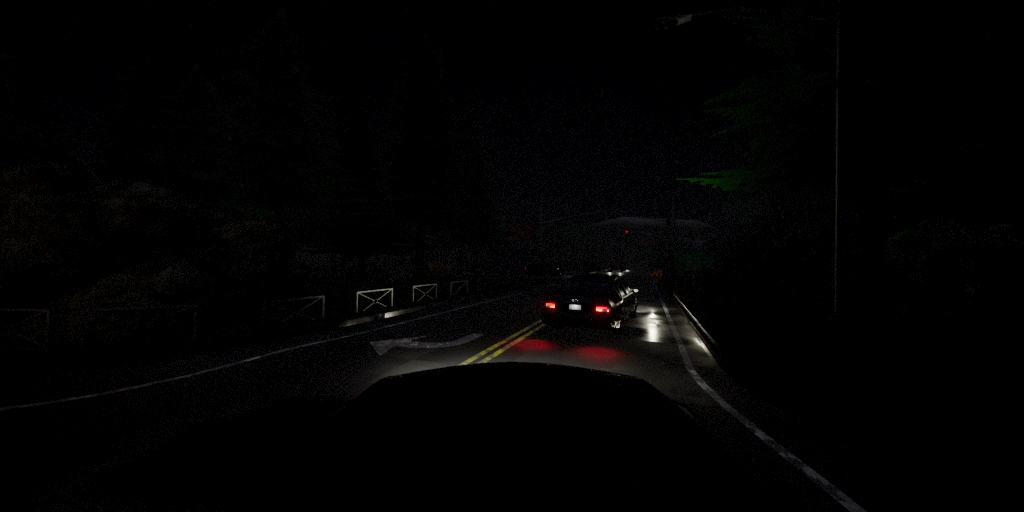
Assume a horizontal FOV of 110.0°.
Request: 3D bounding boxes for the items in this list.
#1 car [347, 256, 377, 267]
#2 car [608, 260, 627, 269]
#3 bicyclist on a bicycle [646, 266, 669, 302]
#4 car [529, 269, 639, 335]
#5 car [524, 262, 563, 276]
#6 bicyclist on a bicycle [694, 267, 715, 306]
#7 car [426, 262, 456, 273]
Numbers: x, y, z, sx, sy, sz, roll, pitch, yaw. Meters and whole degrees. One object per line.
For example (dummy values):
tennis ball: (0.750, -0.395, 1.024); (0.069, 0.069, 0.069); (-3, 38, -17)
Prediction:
car: (-22.204, 1.066, 51.935); (5.566, 2.045, 2.150); (0, -1, 24)
car: (17.400, 1.659, 59.749); (2.150, 2.045, 5.566); (1, -1, 21)
bicyclist on a bicycle: (6.718, 1.283, 16.514); (1.656, 1.620, 0.582); (1, 0, -30)
car: (2.482, 1.244, 10.382); (2.033, 1.411, 5.357); (1, -1, 25)
car: (3.764, 1.533, 41.974); (4.553, 1.767, 2.097); (0, -1, 18)
bicyclist on a bicycle: (8.138, 1.296, 15.106); (1.656, 1.620, 0.582); (1, 0, -33)
car: (-9.639, 1.487, 46.887); (5.008, 1.535, 1.882); (1, -1, 21)
